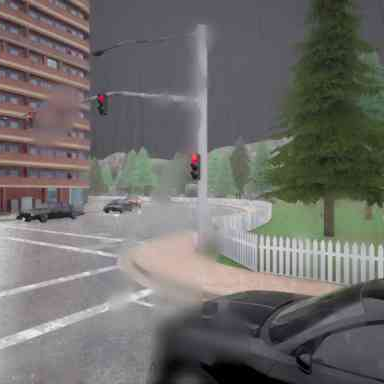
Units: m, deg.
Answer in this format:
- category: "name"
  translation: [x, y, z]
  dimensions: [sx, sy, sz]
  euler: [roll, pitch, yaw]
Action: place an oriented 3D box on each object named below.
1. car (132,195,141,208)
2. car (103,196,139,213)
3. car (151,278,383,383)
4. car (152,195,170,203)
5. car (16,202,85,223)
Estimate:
- category: "car"
  translation: [-8.351, 1.296, 46.998]
  dimensions: [2.097, 1.767, 4.553]
  euler: [0, 0, -13]
- category: "car"
  translation: [-7.773, 1.492, 35.743]
  dimensions: [2.033, 1.411, 5.357]
  euler: [0, 0, 7]
- category: "car"
  translation: [1.873, 1.478, 2.653]
  dimensions: [5.008, 1.535, 1.882]
  euler: [0, 0, 36]
- category: "car"
  translation: [-6.283, 1.449, 67.537]
  dimensions: [1.837, 1.490, 4.892]
  euler: [1, 0, -36]
- category: "car"
  translation: [-10.641, 1.492, 25.586]
  dimensions: [2.033, 1.411, 5.357]
  euler: [0, 0, 24]
